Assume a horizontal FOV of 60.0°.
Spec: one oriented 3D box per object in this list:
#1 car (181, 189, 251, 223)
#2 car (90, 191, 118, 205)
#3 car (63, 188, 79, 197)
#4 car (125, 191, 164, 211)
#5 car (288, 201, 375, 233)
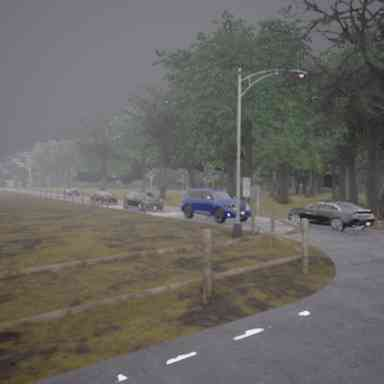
[{"bbox_3d":[1.436,0.827,22.021,2.150,2.045,5.566,0,1,-36],"label":"car"},{"bbox_3d":[-10.265,0.607,38.463,1.882,1.535,5.008,0,1,-36],"label":"car"},{"bbox_3d":[-21.563,0.072,59.390,1.837,1.490,4.892,0,1,-35],"label":"car"},{"bbox_3d":[-4.381,0.721,30.189,2.097,1.767,4.553,0,1,-34],"label":"car"},{"bbox_3d":[7.409,1.255,18.239,2.128,1.511,4.902,1,1,-27],"label":"car"}]
